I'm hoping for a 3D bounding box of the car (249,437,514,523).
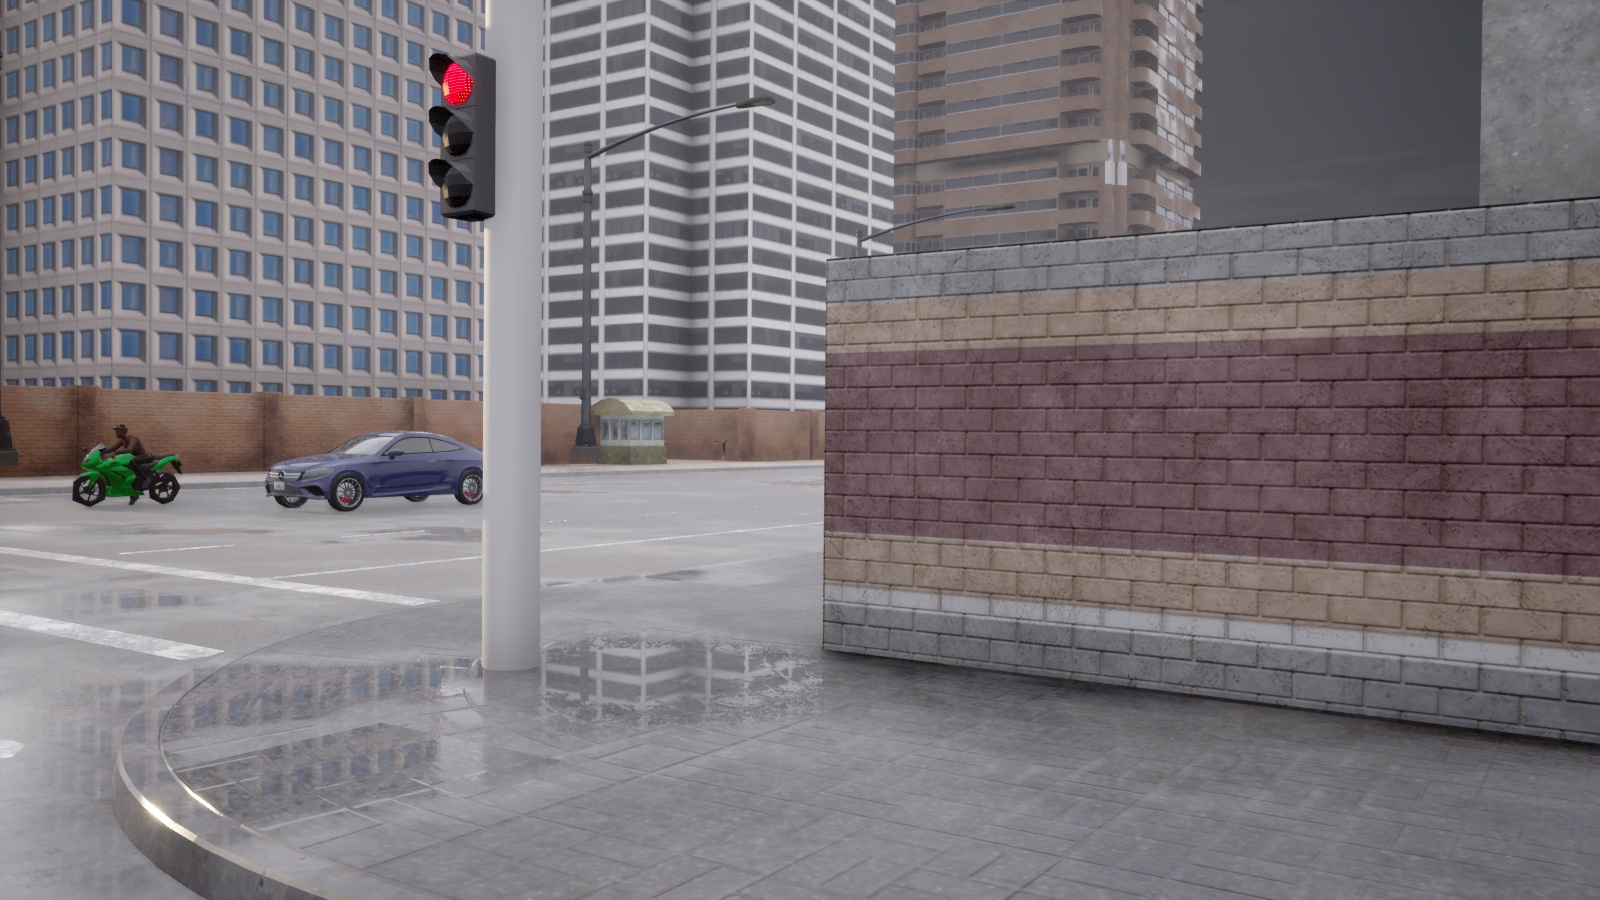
[{"bbox_3d":[-7.867,0.500,24.070,1.812,1.442,4.674,0,1,34],"label":"car"}]

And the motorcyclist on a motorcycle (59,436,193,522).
[{"bbox_3d":[-12.533,0.507,23.413,0.797,1.523,2.044,0,1,34],"label":"motorcyclist on a motorcycle"}]
